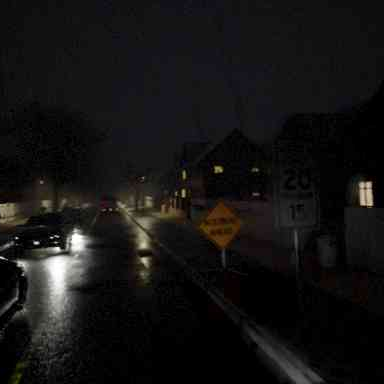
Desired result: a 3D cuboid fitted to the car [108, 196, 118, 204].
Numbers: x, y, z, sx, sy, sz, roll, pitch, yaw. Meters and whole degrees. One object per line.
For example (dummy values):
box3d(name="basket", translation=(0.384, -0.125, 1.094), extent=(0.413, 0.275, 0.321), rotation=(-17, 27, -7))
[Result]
box3d(name="car", translation=(-18.980, 1.919, 79.489), extent=(2.097, 1.767, 4.553), rotation=(-4, 0, -14))

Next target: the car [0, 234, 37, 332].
box3d(name="car", translation=(-3.978, 1.690, 5.098), extent=(1.994, 1.385, 4.181), rotation=(-2, 0, -14))

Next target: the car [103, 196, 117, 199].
box3d(name="car", translation=(-11.866, 1.585, 47.788), extent=(2.150, 2.045, 5.566), rotation=(-2, 0, -14))

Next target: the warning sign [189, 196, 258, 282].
box3d(name="warning sign", translation=(0.738, 1.083, 8.183), extent=(1.300, 1.860, 1.060), rotation=(-3, -1, -14))

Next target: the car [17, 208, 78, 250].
box3d(name="car", translation=(-6.484, 1.706, 14.970), extent=(1.837, 1.490, 4.892), rotation=(-2, 0, -14))

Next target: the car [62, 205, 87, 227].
box3d(name="car", translation=(-9.055, 1.770, 25.120), extent=(2.128, 1.511, 4.902), rotation=(-2, 0, -14))

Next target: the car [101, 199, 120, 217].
box3d(name="car", translation=(-8.613, 1.808, 35.106), extent=(2.033, 1.411, 5.357), rotation=(-2, 0, -14))
